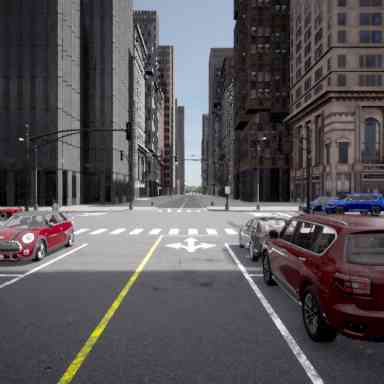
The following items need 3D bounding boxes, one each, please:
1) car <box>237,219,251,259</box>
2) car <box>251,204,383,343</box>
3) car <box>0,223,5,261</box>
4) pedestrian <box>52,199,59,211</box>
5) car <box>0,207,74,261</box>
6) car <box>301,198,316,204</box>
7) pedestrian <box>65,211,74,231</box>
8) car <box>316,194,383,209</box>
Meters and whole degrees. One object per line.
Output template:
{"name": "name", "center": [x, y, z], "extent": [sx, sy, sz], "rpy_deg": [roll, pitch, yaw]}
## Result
{"name": "car", "center": [2.727, 1.550, 12.008], "extent": [2.008, 1.369, 4.403], "rpy_deg": [0, 0, 0]}
{"name": "car", "center": [2.741, 1.314, 6.406], "extent": [2.192, 1.841, 5.009], "rpy_deg": [0, 0, 0]}
{"name": "car", "center": [-5.783, 1.525, 6.211], "extent": [1.752, 1.417, 4.829], "rpy_deg": [0, 0, 0]}
{"name": "pedestrian", "center": [-7.477, 1.292, 18.148], "extent": [0.375, 1.860, 0.375], "rpy_deg": [0, 0, 0]}
{"name": "car", "center": [-5.799, 1.439, 11.983], "extent": [1.967, 1.590, 4.097], "rpy_deg": [0, 0, 0]}
{"name": "car", "center": [13.302, 1.289, 34.119], "extent": [4.553, 1.767, 2.097], "rpy_deg": [0, 0, 0]}
{"name": "pedestrian", "center": [-6.921, 1.575, 18.677], "extent": [0.375, 1.300, 0.375], "rpy_deg": [0, 0, 0]}
{"name": "car", "center": [14.975, 1.167, 30.883], "extent": [5.566, 2.045, 2.150], "rpy_deg": [0, 0, -2]}
